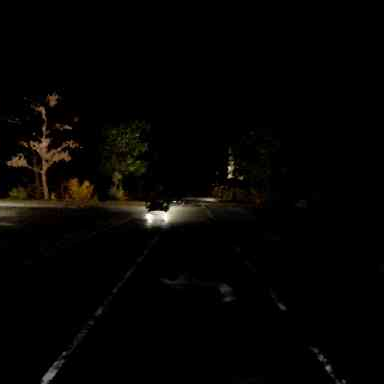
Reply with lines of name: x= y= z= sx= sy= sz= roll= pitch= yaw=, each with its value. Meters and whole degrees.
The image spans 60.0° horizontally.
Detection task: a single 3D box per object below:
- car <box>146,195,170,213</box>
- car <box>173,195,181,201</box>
car: x=-3.442 y=1.140 z=34.612 sx=2.097 sy=1.767 sz=4.553 roll=1 pitch=2 yaw=0
car: x=-3.654 y=1.534 z=82.966 sx=2.033 sy=1.411 sz=5.357 roll=0 pitch=0 yaw=-1
